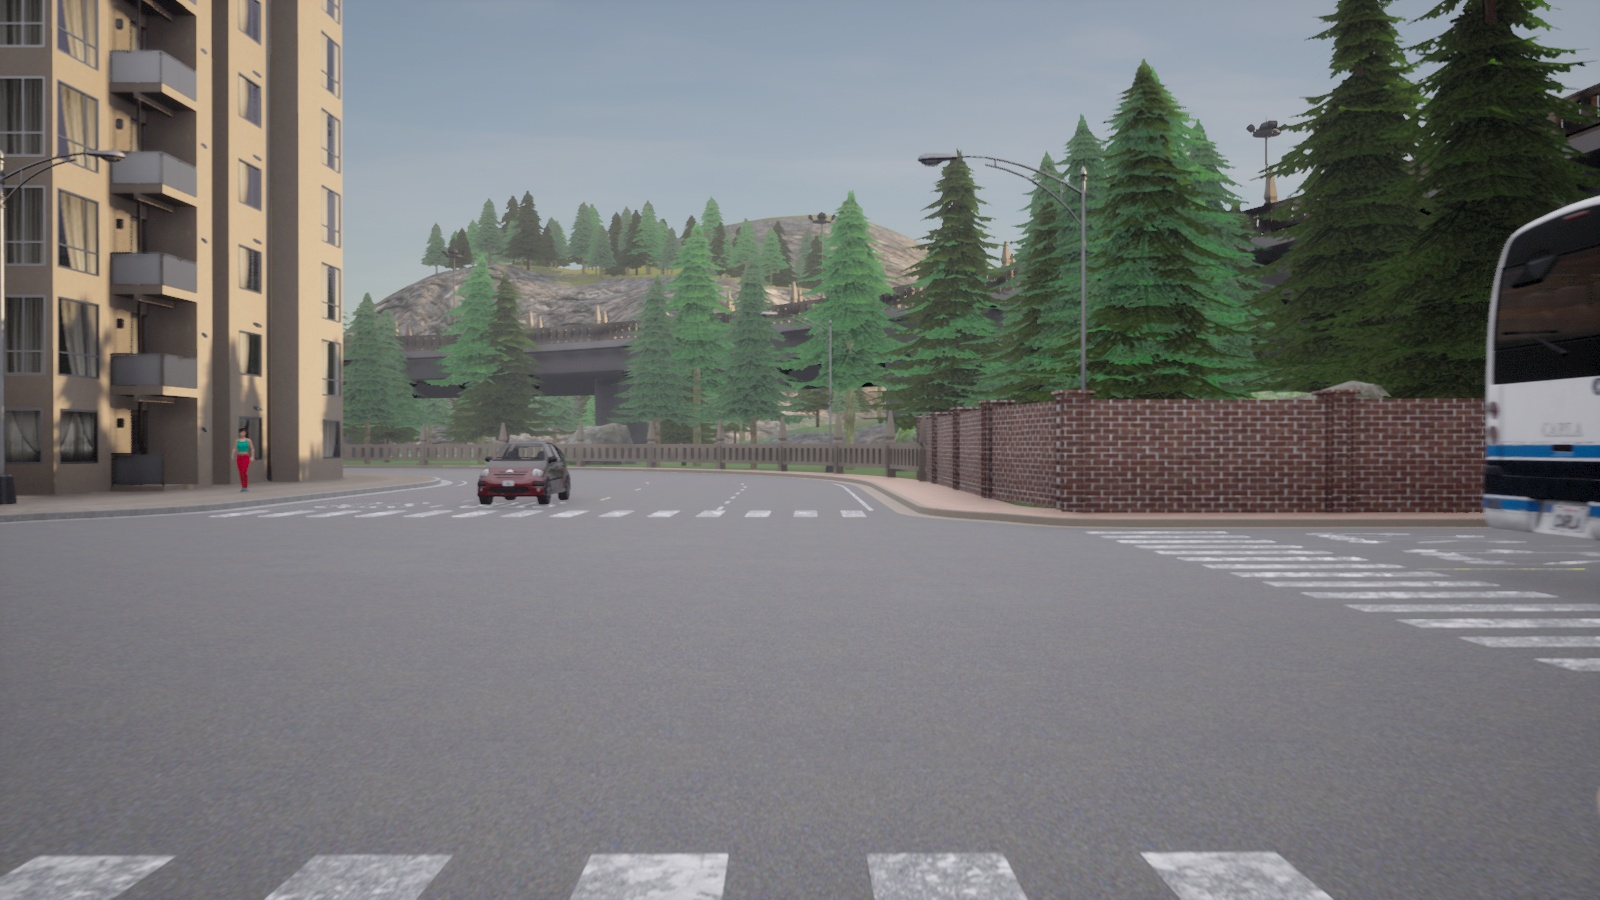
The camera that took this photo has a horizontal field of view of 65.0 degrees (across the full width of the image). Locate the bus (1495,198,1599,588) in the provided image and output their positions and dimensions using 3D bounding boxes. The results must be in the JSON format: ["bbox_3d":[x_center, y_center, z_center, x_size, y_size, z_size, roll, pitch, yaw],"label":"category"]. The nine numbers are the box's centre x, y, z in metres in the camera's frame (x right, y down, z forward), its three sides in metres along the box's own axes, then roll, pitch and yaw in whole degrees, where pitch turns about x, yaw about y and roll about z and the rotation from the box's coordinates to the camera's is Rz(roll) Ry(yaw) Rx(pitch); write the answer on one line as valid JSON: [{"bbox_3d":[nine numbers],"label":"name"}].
[{"bbox_3d":[13.866,-0.617,13.782,10.273,4.253,3.944,0,0,0],"label":"bus"}]

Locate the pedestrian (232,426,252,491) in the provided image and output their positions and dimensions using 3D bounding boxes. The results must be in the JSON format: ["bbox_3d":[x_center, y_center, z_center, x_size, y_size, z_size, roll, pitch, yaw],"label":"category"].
[{"bbox_3d":[-15.838,0.242,35.664,0.345,1.836,0.594,0,0,-5],"label":"pedestrian"}]

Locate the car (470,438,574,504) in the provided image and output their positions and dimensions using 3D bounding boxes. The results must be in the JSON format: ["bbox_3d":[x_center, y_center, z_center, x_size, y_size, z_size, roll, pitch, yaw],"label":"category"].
[{"bbox_3d":[-7.146,0.506,32.681,1.851,1.617,3.988,0,0,0],"label":"car"}]
